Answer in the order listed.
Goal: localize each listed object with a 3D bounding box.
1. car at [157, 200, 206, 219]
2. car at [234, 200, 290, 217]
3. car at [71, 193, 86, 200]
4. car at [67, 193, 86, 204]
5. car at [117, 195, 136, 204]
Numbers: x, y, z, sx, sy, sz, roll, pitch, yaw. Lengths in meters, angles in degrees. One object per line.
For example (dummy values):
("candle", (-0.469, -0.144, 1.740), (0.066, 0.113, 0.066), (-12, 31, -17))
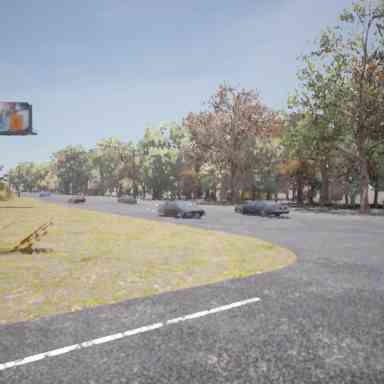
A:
("car", (-1.030, 1.405, 27.798), (2.033, 1.411, 5.357), (0, 0, -33))
("car", (6.133, 1.421, 29.616), (2.033, 1.411, 5.357), (0, 0, -34))
("car", (-27.004, 1.031, 78.804), (2.033, 1.411, 5.357), (0, 0, -34))
("car", (-18.691, 1.261, 53.836), (1.895, 1.301, 4.718), (0, 0, -33))
("car", (-10.823, 1.248, 54.813), (1.994, 1.385, 4.181), (0, 0, -34))
